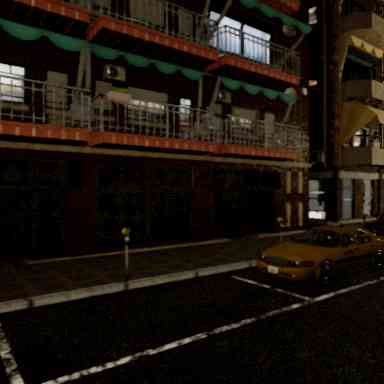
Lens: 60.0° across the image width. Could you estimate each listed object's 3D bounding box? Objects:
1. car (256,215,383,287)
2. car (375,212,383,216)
[{"bbox_3d":[3.904,1.548,9.415,4.829,1.417,1.752,0,0,-36],"label":"car"},{"bbox_3d":[8.517,1.348,12.756,5.009,1.841,2.192,0,-1,-36],"label":"car"}]
